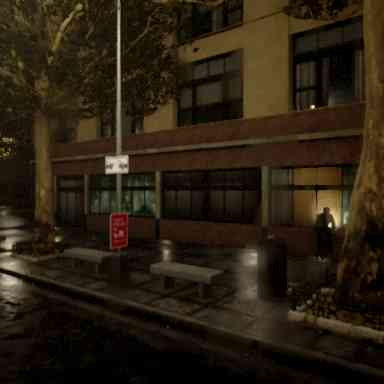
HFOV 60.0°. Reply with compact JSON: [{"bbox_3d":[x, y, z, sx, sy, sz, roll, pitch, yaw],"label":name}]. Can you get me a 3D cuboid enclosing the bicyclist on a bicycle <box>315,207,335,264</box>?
[{"bbox_3d":[4.010,1.281,10.027,0.582,1.620,1.656,1,1,36],"label":"bicyclist on a bicycle"}]
